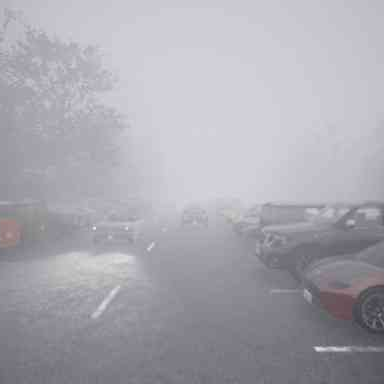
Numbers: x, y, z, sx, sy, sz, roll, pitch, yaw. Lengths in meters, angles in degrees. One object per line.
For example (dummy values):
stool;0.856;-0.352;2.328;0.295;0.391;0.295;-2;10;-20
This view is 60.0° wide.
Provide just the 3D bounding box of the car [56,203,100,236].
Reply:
car;-8.520;1.640;20.114;5.008;1.535;2.097;0;-1;0

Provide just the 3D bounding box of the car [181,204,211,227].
car;0.158;1.834;25.080;1.895;1.301;4.718;0;-1;-1

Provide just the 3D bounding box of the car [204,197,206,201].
car;4.545;1.954;50.513;4.553;1.767;2.185;0;-1;0

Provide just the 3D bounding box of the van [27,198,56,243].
van;-8.646;1.333;14.453;4.442;1.987;1.878;0;-1;0

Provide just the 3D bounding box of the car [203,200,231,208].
car;4.771;2.358;64.381;5.366;1.575;1.946;0;-1;0

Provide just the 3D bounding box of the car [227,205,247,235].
car;4.558;1.599;17.203;5.008;1.535;2.097;0;-1;0

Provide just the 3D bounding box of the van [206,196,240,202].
van;4.455;1.772;44.965;4.442;1.987;1.878;0;-1;0

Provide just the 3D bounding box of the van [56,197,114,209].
van;-8.638;1.492;25.532;4.442;1.987;1.878;0;-1;0

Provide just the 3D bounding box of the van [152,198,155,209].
van;-8.396;1.855;50.602;4.442;1.987;1.878;0;-1;0

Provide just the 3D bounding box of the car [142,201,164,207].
car;-8.485;2.593;72.728;4.674;1.452;2.002;0;-1;0

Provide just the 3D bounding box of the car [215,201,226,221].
car;4.744;1.716;25.530;5.366;1.575;1.946;0;-1;0

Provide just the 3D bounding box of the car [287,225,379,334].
car;4.515;1.499;6.125;4.792;1.488;2.163;0;0;0

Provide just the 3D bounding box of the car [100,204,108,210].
car;-8.521;1.720;22.884;4.674;1.452;2.002;0;-1;0

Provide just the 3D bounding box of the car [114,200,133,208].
car;-8.512;1.799;31.194;5.008;1.535;2.097;0;-1;0

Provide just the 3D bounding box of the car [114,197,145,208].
car;-8.486;1.628;36.738;5.566;2.045;2.435;0;-1;0

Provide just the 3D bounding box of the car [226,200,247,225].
car;4.586;1.513;19.981;4.553;1.767;2.185;0;-1;0

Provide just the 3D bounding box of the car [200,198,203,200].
car;4.394;2.175;56.057;5.366;1.575;1.946;0;-1;0

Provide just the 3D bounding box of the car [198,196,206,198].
car;4.563;2.302;72.713;5.566;2.045;2.435;0;-1;0

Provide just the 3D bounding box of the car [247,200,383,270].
car;4.518;1.228;8.879;5.566;2.045;2.435;0;-1;0

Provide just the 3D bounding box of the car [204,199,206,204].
car;4.544;2.067;47.738;4.792;1.488;2.163;0;-1;0

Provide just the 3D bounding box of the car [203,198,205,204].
car;4.584;2.127;53.290;4.892;1.521;2.231;0;-1;0

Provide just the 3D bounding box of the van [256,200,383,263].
van;4.665;1.294;11.654;4.442;1.987;1.878;0;-1;0

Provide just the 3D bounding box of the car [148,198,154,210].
car;-8.511;2.038;47.813;5.008;1.535;2.097;0;-1;0

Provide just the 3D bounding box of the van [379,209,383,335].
van;4.659;1.248;3.342;4.442;1.987;1.878;0;0;0

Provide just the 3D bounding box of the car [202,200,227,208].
car;4.581;2.426;67.156;4.892;1.521;2.231;0;-1;0

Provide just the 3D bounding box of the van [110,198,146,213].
van;-8.624;1.772;45.047;4.442;1.987;1.878;0;-1;0

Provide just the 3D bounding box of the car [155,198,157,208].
car;-8.531;2.156;53.350;4.792;1.488;2.163;0;-1;0

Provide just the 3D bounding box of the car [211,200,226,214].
car;4.556;1.799;31.082;4.892;1.521;2.231;0;-1;0

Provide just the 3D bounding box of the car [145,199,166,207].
car;-8.516;2.552;78.146;4.553;1.767;2.185;0;-1;0

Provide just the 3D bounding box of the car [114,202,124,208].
car;-8.522;1.798;28.299;4.674;1.452;2.002;0;-1;0

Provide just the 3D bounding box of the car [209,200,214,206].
car;4.749;1.835;33.858;5.366;1.575;1.946;0;-1;0

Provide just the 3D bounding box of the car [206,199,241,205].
car;4.599;1.987;42.185;4.792;1.488;2.163;0;-1;0

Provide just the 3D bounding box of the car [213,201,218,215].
car;4.566;1.759;28.306;4.892;1.521;2.231;0;-1;0

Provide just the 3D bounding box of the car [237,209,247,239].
car;4.548;1.599;14.426;4.674;1.452;2.002;0;-1;0

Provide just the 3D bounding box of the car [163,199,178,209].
car;-3.510;2.344;58.260;1.895;1.301;4.718;0;-1;1

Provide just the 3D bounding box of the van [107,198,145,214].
van;-8.393;1.733;42.277;4.442;1.987;1.878;0;-1;0

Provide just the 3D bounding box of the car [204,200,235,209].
car;4.767;2.230;58.709;5.366;1.575;1.946;0;-1;0

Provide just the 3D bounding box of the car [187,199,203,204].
car;0.131;1.974;41.571;1.837;1.490;4.892;0;-1;0

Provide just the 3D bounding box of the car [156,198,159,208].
car;-8.529;2.205;55.989;4.792;1.488;2.163;0;-1;0

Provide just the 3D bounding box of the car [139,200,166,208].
car;-8.305;2.486;69.960;5.366;1.575;1.946;0;-1;0

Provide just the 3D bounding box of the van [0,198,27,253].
van;-8.648;1.296;11.808;4.442;1.987;1.878;0;-1;0

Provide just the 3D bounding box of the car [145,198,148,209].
car;-8.484;1.667;39.508;5.566;2.045;2.435;0;-1;0

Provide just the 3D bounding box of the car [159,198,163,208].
car;-8.523;2.110;64.428;5.566;2.045;2.435;0;-1;0

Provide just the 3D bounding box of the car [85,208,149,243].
car;-3.584;1.713;16.824;1.895;1.301;4.718;0;-1;0
